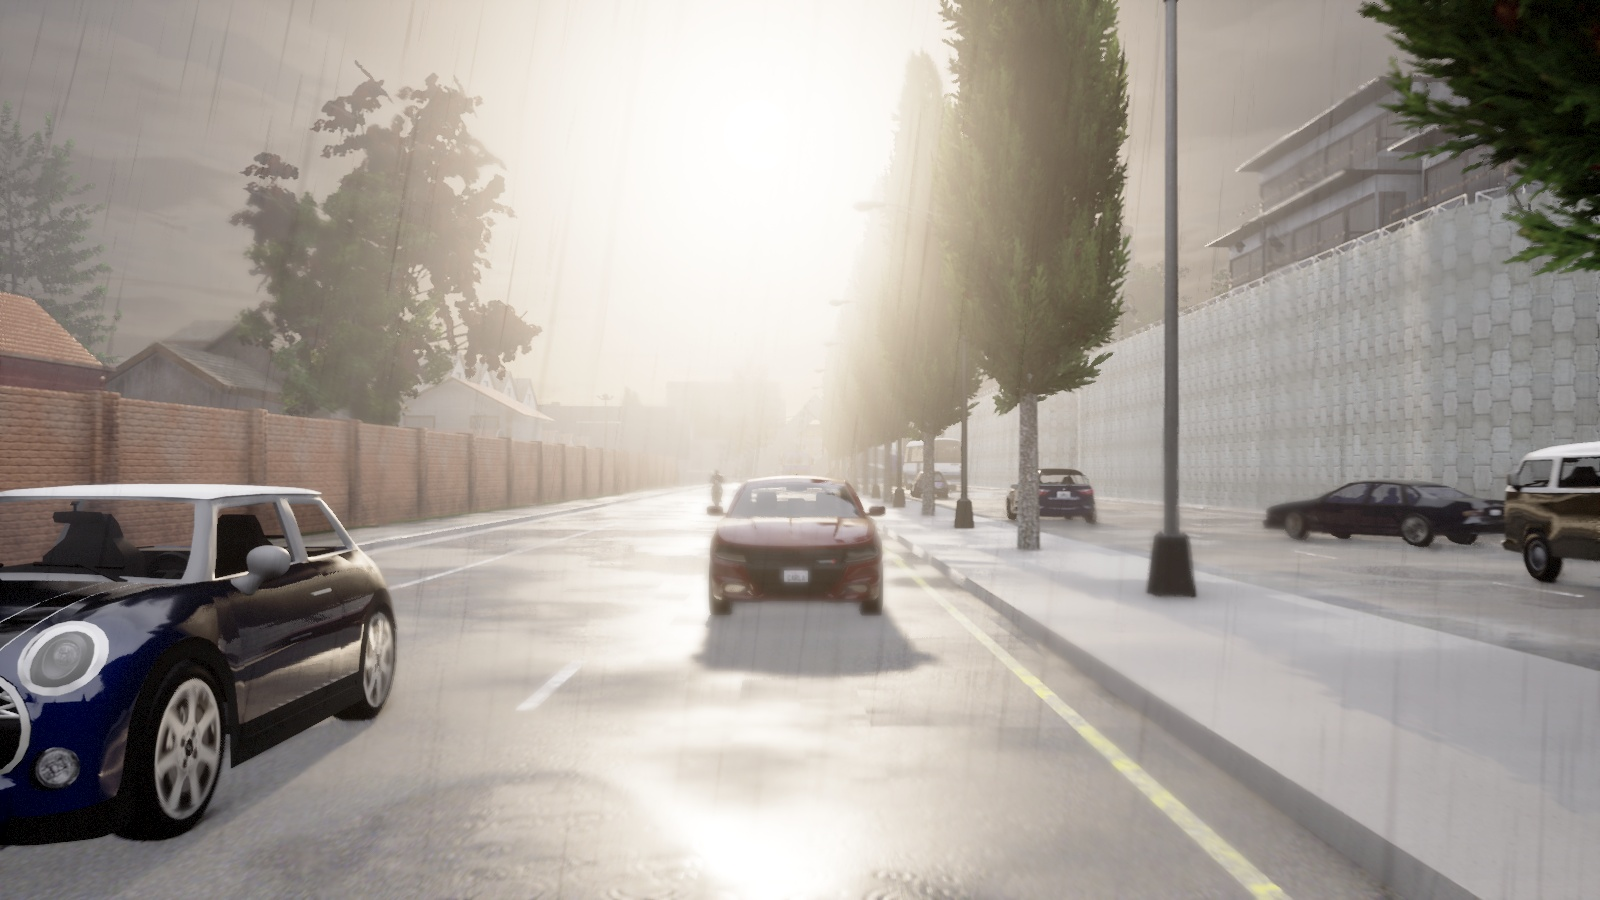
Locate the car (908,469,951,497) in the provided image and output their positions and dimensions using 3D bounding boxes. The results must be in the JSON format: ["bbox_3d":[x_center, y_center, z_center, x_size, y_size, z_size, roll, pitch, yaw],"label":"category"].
[{"bbox_3d":[7.815,1.989,76.167,2.033,1.649,4.856,0,-1,0],"label":"car"}]

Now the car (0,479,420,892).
[{"bbox_3d":[-3.516,0.903,6.481,1.970,1.475,3.806,0,-1,0],"label":"car"}]

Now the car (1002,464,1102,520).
[{"bbox_3d":[7.903,1.295,39.873,2.242,1.667,4.611,0,-1,0],"label":"car"}]

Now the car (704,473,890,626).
[{"bbox_3d":[-0.037,1.047,15.186,1.882,1.535,5.008,0,-1,0],"label":"car"}]

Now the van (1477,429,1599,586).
[{"bbox_3d":[11.456,0.760,17.039,2.069,2.038,4.480,0,-1,0],"label":"van"}]

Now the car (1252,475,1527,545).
[{"bbox_3d":[12.983,1.265,28.095,2.033,1.411,5.357,0,-1,-30],"label":"car"}]

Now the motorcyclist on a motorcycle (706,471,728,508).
[{"bbox_3d":[-3.634,1.708,55.261,0.866,1.590,1.817,0,-1,0],"label":"motorcyclist on a motorcycle"}]
